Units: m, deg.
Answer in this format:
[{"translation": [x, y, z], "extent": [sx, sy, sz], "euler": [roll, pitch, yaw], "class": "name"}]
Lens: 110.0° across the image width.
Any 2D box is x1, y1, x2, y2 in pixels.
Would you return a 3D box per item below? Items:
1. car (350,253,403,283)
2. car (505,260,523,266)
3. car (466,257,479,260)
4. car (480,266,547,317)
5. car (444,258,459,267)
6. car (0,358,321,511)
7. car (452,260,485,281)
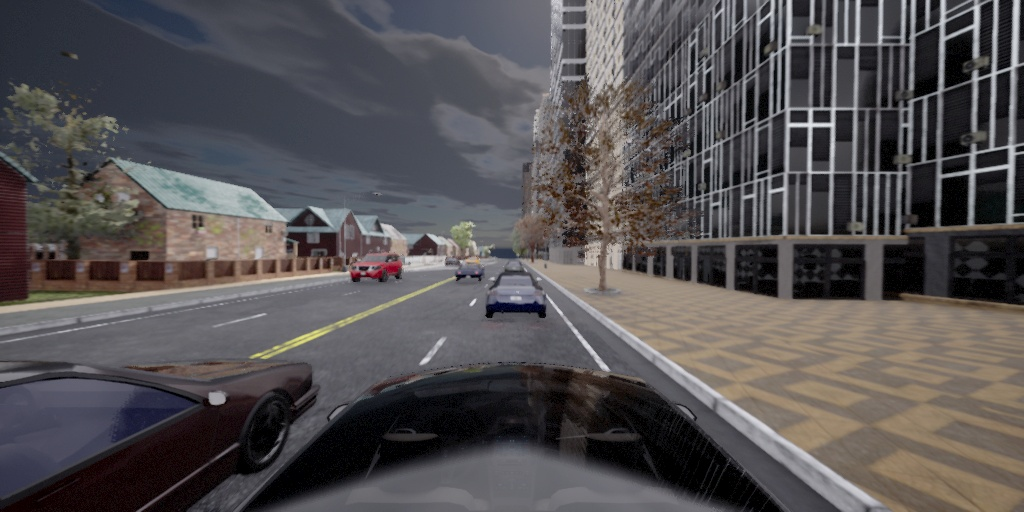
[{"translation": [-9.704, 0.796, 26.211], "extent": [2.150, 2.045, 5.566], "euler": [0, 0, 1], "class": "car"}, {"translation": [0.194, 1.111, 36.614], "extent": [1.994, 1.385, 4.181], "euler": [0, 0, 0], "class": "car"}, {"translation": [-6.385, 0.919, 58.414], "extent": [1.882, 1.535, 5.008], "euler": [0, 0, 1], "class": "car"}, {"translation": [0.127, 1.240, 12.893], "extent": [1.994, 1.385, 4.181], "euler": [0, 0, 0], "class": "car"}, {"translation": [-9.625, 0.980, 58.281], "extent": [2.033, 1.411, 5.357], "euler": [0, 0, 1], "class": "car"}, {"translation": [-3.157, 1.289, 1.696], "extent": [2.033, 1.411, 5.357], "euler": [0, 0, 0], "class": "car"}, {"translation": [-3.082, 1.184, 27.441], "extent": [1.895, 1.301, 4.718], "euler": [0, 0, 0], "class": "car"}]
